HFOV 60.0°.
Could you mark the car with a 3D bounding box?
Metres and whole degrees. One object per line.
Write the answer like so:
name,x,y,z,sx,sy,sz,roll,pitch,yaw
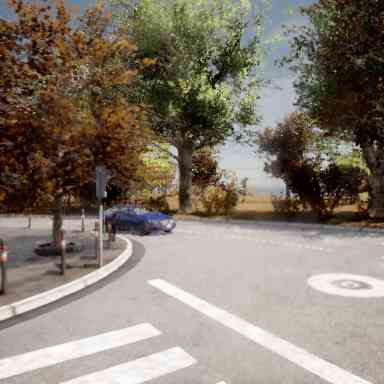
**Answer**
car,-2.906,1.358,17.248,4.674,1.442,1.812,0,0,39
